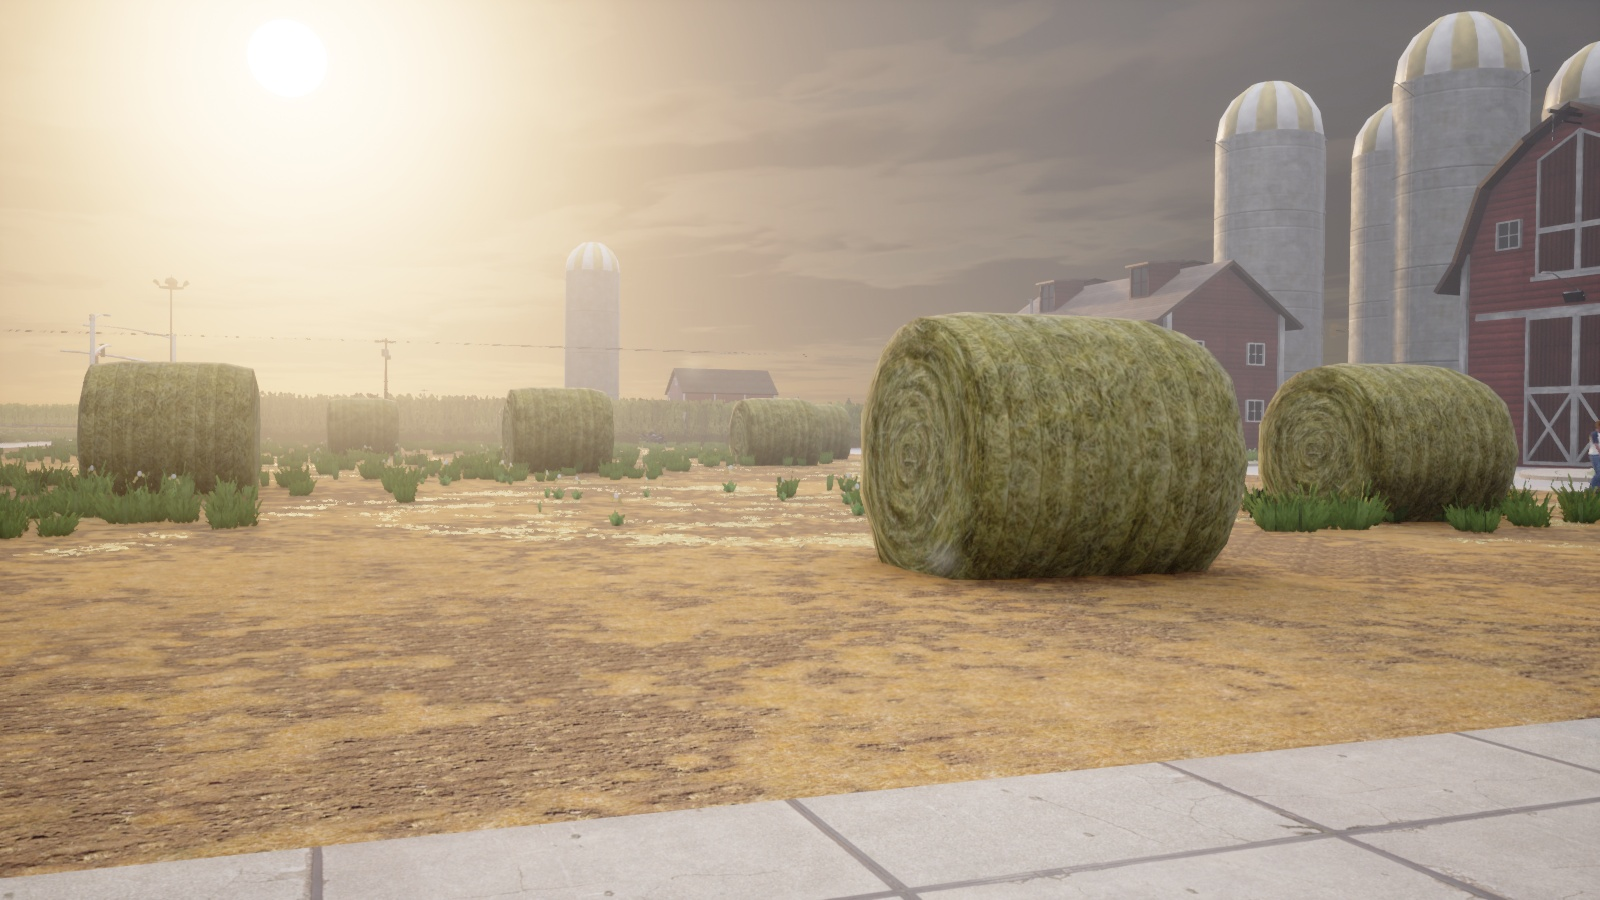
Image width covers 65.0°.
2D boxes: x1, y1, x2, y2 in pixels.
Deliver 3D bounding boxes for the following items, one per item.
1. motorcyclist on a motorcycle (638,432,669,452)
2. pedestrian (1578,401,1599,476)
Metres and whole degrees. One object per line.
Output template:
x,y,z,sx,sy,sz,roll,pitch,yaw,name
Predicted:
-11.119,-0.601,95.539,2.191,1.530,0.866,-1,1,-21,motorcyclist on a motorcycle
19.453,-0.279,30.647,0.354,1.836,0.706,-1,1,-43,pedestrian
